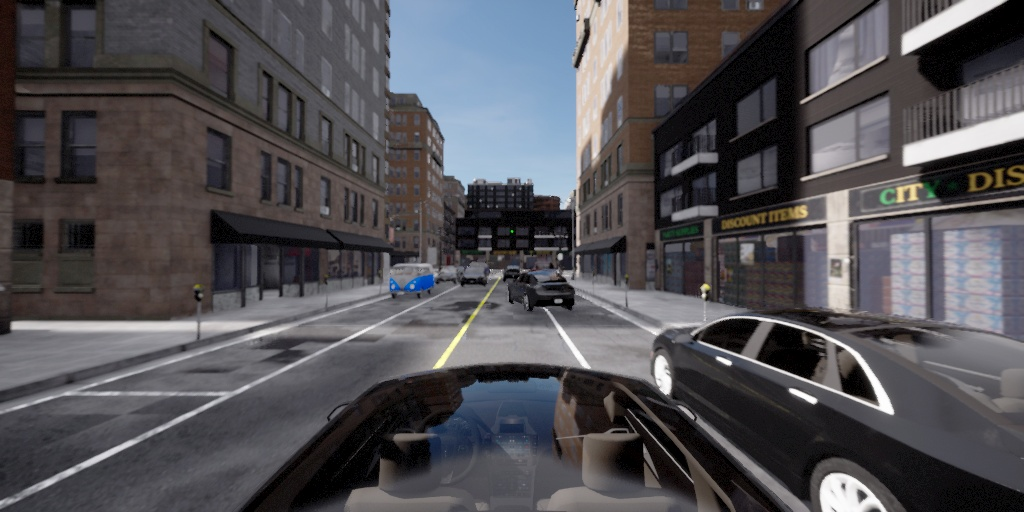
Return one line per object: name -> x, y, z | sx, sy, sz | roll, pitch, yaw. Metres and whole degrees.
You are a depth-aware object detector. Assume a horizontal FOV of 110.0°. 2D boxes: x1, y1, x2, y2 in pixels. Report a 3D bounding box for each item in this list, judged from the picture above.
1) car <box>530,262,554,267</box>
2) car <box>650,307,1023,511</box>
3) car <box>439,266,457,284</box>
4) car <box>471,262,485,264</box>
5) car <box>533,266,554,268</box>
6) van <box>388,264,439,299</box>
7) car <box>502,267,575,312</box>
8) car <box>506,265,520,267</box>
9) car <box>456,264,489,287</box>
car -> 2.645, 1.412, 30.866 | 2.192, 1.841, 5.009 | 0, 0, 0
car -> 3.021, 1.276, 3.602 | 1.837, 1.490, 4.892 | 0, -1, 0
car -> -5.380, 1.648, 30.868 | 2.007, 1.370, 4.403 | 0, 0, 0
car -> -5.598, 1.698, 53.383 | 4.553, 1.767, 2.097 | 0, -1, 40
car -> 2.644, 1.595, 25.205 | 1.948, 1.339, 4.313 | 0, 0, 0
van -> -5.383, 1.303, 19.545 | 1.690, 1.789, 3.998 | 0, 0, 0
car -> 1.081, 1.418, 15.372 | 1.837, 1.490, 4.892 | 0, 0, -15
car -> 0.101, 1.650, 34.878 | 1.837, 1.490, 4.892 | 0, -1, 0
car -> -2.831, 1.564, 27.720 | 1.837, 1.490, 4.892 | 0, -1, 0
